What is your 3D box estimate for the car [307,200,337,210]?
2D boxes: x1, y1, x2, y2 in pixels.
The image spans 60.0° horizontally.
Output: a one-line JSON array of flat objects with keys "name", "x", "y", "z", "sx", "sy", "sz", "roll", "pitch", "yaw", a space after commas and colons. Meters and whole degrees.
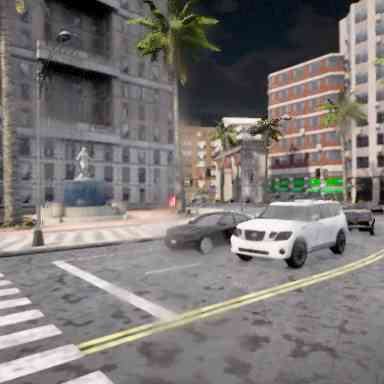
[{"name": "car", "x": 19.466, "y": 1.924, "z": 50.087, "sx": 1.994, "sy": 1.385, "sz": 4.181, "roll": 0, "pitch": -1, "yaw": -17}]

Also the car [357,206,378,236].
[{"name": "car", "x": 9.844, "y": 1.730, "z": 19.783, "sx": 1.895, "sy": 1.301, "sz": 4.718, "roll": -1, "pitch": -1, "yaw": 29}]

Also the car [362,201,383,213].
[{"name": "car", "x": 21.137, "y": 1.815, "z": 40.241, "sx": 1.994, "sy": 1.385, "sz": 4.181, "roll": 0, "pitch": -1, "yaw": -4}]

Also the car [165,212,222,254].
[{"name": "car", "x": 1.084, "y": 1.617, "z": 14.398, "sx": 5.008, "sy": 1.535, "sz": 1.882, "roll": 0, "pitch": -1, "yaw": -44}]

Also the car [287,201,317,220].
[{"name": "car", "x": 10.304, "y": 1.720, "z": 31.493, "sx": 1.882, "sy": 1.535, "sz": 5.008, "roll": 0, "pitch": -1, "yaw": 8}]

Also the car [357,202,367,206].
[{"name": "car", "x": 13.428, "y": 1.798, "z": 29.243, "sx": 1.895, "sy": 1.301, "sz": 4.718, "roll": -1, "pitch": -1, "yaw": 11}]

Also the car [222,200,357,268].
[{"name": "car", "x": 3.789, "y": 1.319, "z": 12.122, "sx": 2.150, "sy": 2.045, "sz": 5.566, "roll": -1, "pitch": -1, "yaw": 45}]

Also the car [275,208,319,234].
[{"name": "car", "x": 6.936, "y": 1.770, "z": 21.673, "sx": 1.895, "sy": 1.301, "sz": 4.718, "roll": -1, "pitch": -1, "yaw": 28}]
